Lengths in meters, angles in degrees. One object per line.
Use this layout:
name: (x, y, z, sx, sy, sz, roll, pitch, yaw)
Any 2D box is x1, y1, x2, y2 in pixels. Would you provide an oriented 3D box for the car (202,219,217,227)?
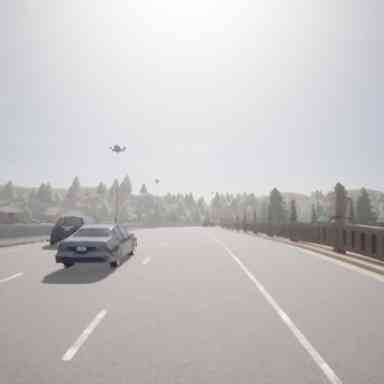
car: (4.118, 7.710, 82.973, 2.150, 2.045, 5.566, -2, -5, 15)

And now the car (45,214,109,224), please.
car: (-6.899, 2.270, 20.541, 2.097, 1.767, 4.553, 0, -5, 0)

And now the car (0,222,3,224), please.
car: (-21.088, 3.721, 34.570, 2.033, 1.411, 5.357, 0, -5, 0)

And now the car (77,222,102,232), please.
car: (-14.070, 4.794, 45.910, 1.895, 1.301, 4.718, 0, -5, 0)

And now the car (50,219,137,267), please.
car: (-3.400, 1.931, 12.739, 2.033, 1.411, 5.357, 0, -3, 0)

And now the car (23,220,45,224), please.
car: (-17.579, 3.877, 36.761, 1.837, 1.490, 4.892, 0, -6, 0)
